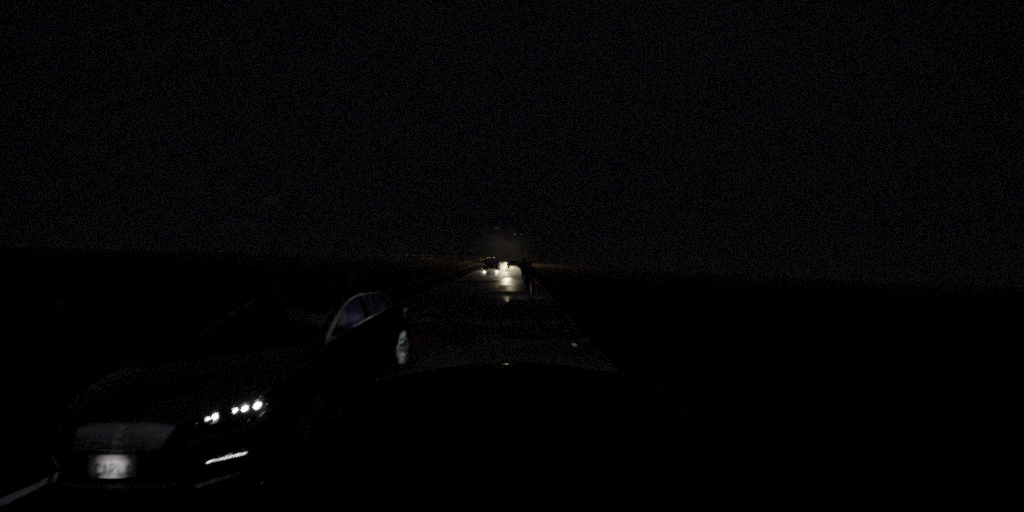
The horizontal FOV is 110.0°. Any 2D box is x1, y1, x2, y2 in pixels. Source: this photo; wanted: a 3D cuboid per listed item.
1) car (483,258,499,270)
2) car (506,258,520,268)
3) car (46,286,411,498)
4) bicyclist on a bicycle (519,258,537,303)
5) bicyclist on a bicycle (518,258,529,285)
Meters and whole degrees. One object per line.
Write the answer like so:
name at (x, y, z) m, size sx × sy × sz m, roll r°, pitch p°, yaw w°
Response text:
car at (-2.718, 1.026, 47.333) m, size 1.882 × 1.535 × 5.008 m, roll 0°, pitch 0°, yaw 1°
car at (0.242, 1.046, 55.552) m, size 1.812 × 1.442 × 4.674 m, roll 0°, pitch 0°, yaw 0°
car at (-2.847, 1.226, 5.007) m, size 2.128 × 1.511 × 4.902 m, roll 0°, pitch 0°, yaw 0°
bicyclist on a bicycle at (0.769, 1.055, 15.295) m, size 0.659 × 1.776 × 1.843 m, roll 0°, pitch 1°, yaw 0°
bicyclist on a bicycle at (0.784, 1.013, 24.293) m, size 0.659 × 1.776 × 1.843 m, roll 0°, pitch 1°, yaw 0°
